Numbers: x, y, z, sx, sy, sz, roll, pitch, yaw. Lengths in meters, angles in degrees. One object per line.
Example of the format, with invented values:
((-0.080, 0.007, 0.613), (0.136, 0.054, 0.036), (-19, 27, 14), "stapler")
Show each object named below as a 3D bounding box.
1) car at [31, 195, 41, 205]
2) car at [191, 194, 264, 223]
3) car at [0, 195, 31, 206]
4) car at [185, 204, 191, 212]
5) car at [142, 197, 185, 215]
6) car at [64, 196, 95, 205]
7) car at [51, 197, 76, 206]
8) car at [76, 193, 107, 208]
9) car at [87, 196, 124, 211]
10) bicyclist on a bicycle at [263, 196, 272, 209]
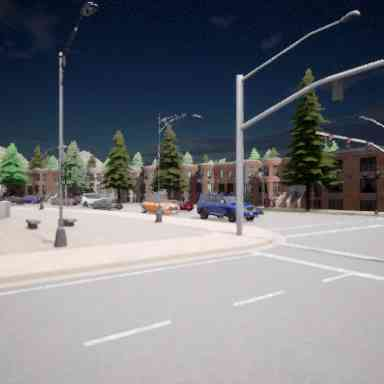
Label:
((-29.170, 1.353, 59.224), (4.553, 1.767, 2.097), (0, 0, 7), "car")
((2.668, 1.223, 26.487), (2.150, 2.045, 5.566), (0, 0, -37), "car")
((-30.438, 1.506, 55.932), (4.892, 1.490, 1.837), (0, 0, 5), "car")
((-1.870, 1.602, 38.028), (1.895, 1.301, 4.718), (0, 0, -43), "car")
((-3.199, 1.353, 34.142), (2.097, 1.767, 4.553), (0, 0, -40), "car")
((-19.354, 1.506, 57.273), (4.892, 1.490, 1.837), (0, 0, 18), "car")
((-20.705, 1.565, 54.044), (4.181, 1.385, 1.994), (0, 0, 18), "car")
((-13.209, 1.220, 47.108), (5.566, 2.045, 2.150), (0, 0, 29), "car")
((-10.410, 1.565, 41.024), (4.181, 1.385, 1.994), (0, 0, 35), "car")
((9.525, 1.305, 41.768), (1.656, 1.620, 0.582), (0, 0, -37), "bicyclist on a bicycle")
